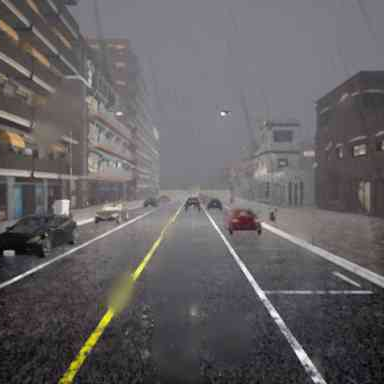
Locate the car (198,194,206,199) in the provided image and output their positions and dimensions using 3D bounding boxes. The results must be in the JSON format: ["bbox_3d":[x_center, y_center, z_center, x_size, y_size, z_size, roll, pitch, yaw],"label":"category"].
[{"bbox_3d":[2.718,1.267,91.994,1.947,1.339,4.313,-1,0,0],"label":"car"}]

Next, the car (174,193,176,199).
[{"bbox_3d":[-5.667,1.159,86.348,1.967,1.590,4.097,-1,0,0],"label":"car"}]

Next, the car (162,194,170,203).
[{"bbox_3d":[-5.674,1.374,63.639,1.802,1.307,4.206,-1,0,0],"label":"car"}]

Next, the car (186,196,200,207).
[{"bbox_3d":[0.122,1.385,49.643,2.033,1.411,5.357,0,0,0],"label":"car"}]

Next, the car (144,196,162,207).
[{"bbox_3d":[-5.682,1.413,46.606,1.947,1.339,4.313,-1,0,0],"label":"car"}]

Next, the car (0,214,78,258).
[{"bbox_3d":[-5.695,1.524,12.542,1.947,1.339,4.313,-1,0,0],"label":"car"}]

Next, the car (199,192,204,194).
[{"bbox_3d":[2.706,1.317,63.776,1.752,1.417,4.829,-1,0,0],"label":"car"}]

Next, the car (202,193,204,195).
[{"bbox_3d":[2.704,1.355,57.929,1.887,1.381,4.507,-1,0,0],"label":"car"}]

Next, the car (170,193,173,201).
[{"bbox_3d":[-5.672,1.340,69.316,1.947,1.339,4.313,-1,0,0],"label":"car"}]

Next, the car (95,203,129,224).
[{"bbox_3d":[-5.690,1.471,23.896,2.008,1.369,4.403,-1,0,0],"label":"car"}]

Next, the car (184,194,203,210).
[{"bbox_3d":[0.113,1.366,40.586,1.837,1.490,4.892,0,-1,0],"label":"car"}]

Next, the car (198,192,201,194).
[{"bbox_3d":[2.711,1.322,74.961,1.947,1.339,4.313,-1,0,0],"label":"car"}]

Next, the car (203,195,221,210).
[{"bbox_3d":[2.697,1.431,40.897,1.947,1.339,4.313,-1,0,0],"label":"car"}]

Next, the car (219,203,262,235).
[{"bbox_3d":[2.688,1.521,18.187,1.802,1.307,4.206,-1,0,0],"label":"car"}]
